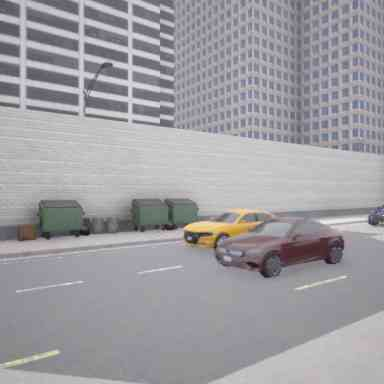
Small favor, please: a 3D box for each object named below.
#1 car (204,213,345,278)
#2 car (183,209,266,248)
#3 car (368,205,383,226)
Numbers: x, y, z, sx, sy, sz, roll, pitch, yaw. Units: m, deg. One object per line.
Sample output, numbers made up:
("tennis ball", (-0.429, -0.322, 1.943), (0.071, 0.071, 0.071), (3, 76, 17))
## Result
("car", (2.860, 1.531, 10.253), (4.674, 1.442, 1.812), (0, 0, -35))
("car", (1.954, 1.483, 13.892), (5.008, 1.535, 1.882), (0, 0, -35))
("car", (13.717, 1.366, 22.117), (4.553, 1.767, 2.097), (0, 0, -35))
